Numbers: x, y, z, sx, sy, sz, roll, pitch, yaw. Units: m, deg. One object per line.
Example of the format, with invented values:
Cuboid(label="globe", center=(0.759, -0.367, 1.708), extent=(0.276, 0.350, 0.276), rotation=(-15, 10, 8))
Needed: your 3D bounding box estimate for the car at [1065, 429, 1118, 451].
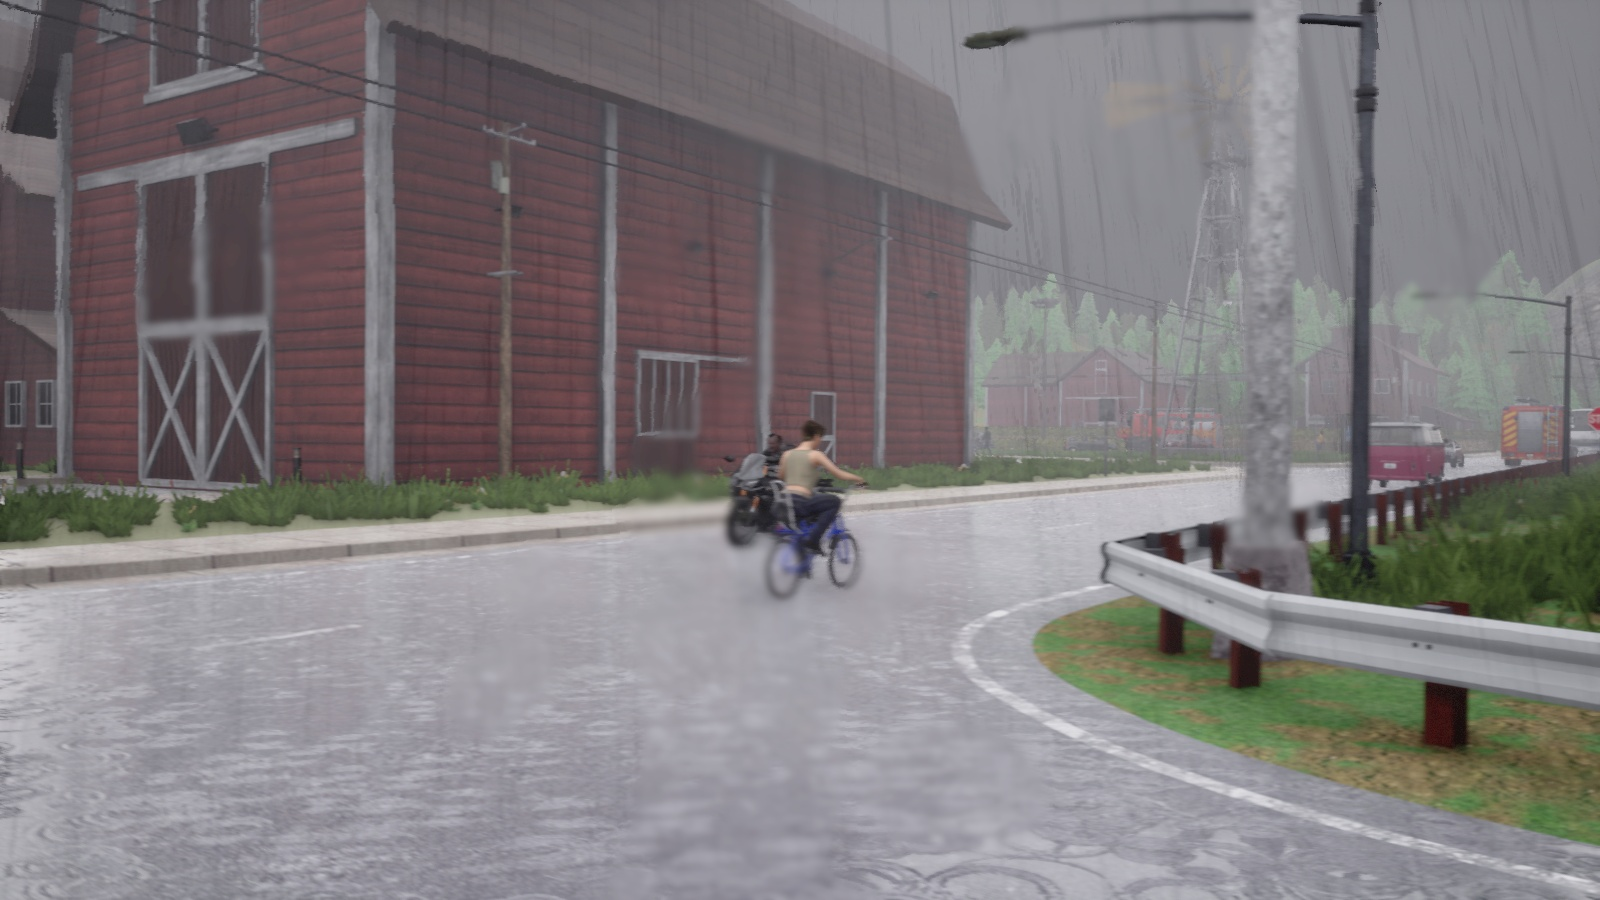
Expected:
Cuboid(label="car", center=(20.831, -0.703, 89.855), extent=(3.705, 1.549, 1.789), rotation=(0, 1, 12))

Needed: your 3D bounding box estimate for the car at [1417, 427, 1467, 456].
Cuboid(label="car", center=(33.649, -0.447, 65.772), extent=(1.816, 1.474, 4.193), rotation=(0, 1, 35))

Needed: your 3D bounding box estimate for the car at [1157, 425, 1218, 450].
Cuboid(label="car", center=(28.632, -0.933, 92.716), extent=(4.553, 1.767, 2.097), rotation=(-1, 1, -37))

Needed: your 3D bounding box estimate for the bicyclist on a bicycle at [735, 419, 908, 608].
Cuboid(label="bicyclist on a bicycle", center=(0.221, 0.530, 11.593), extent=(0.866, 1.612, 1.509), rotation=(0, 1, 36))

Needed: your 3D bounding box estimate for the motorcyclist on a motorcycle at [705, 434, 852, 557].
Cuboid(label="motorcyclist on a motorcycle", center=(-0.251, 0.558, 16.950), extent=(0.866, 1.530, 2.191), rotation=(0, 1, 35))

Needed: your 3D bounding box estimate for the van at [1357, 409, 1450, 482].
Cuboid(label="van", center=(17.612, -0.157, 36.539), extent=(1.775, 1.987, 4.442), rotation=(0, 1, 35))

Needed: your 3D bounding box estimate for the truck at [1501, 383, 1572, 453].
Cuboid(label="truck", center=(42.667, -1.801, 72.621), extent=(2.891, 3.827, 8.468), rotation=(0, 1, 35))
